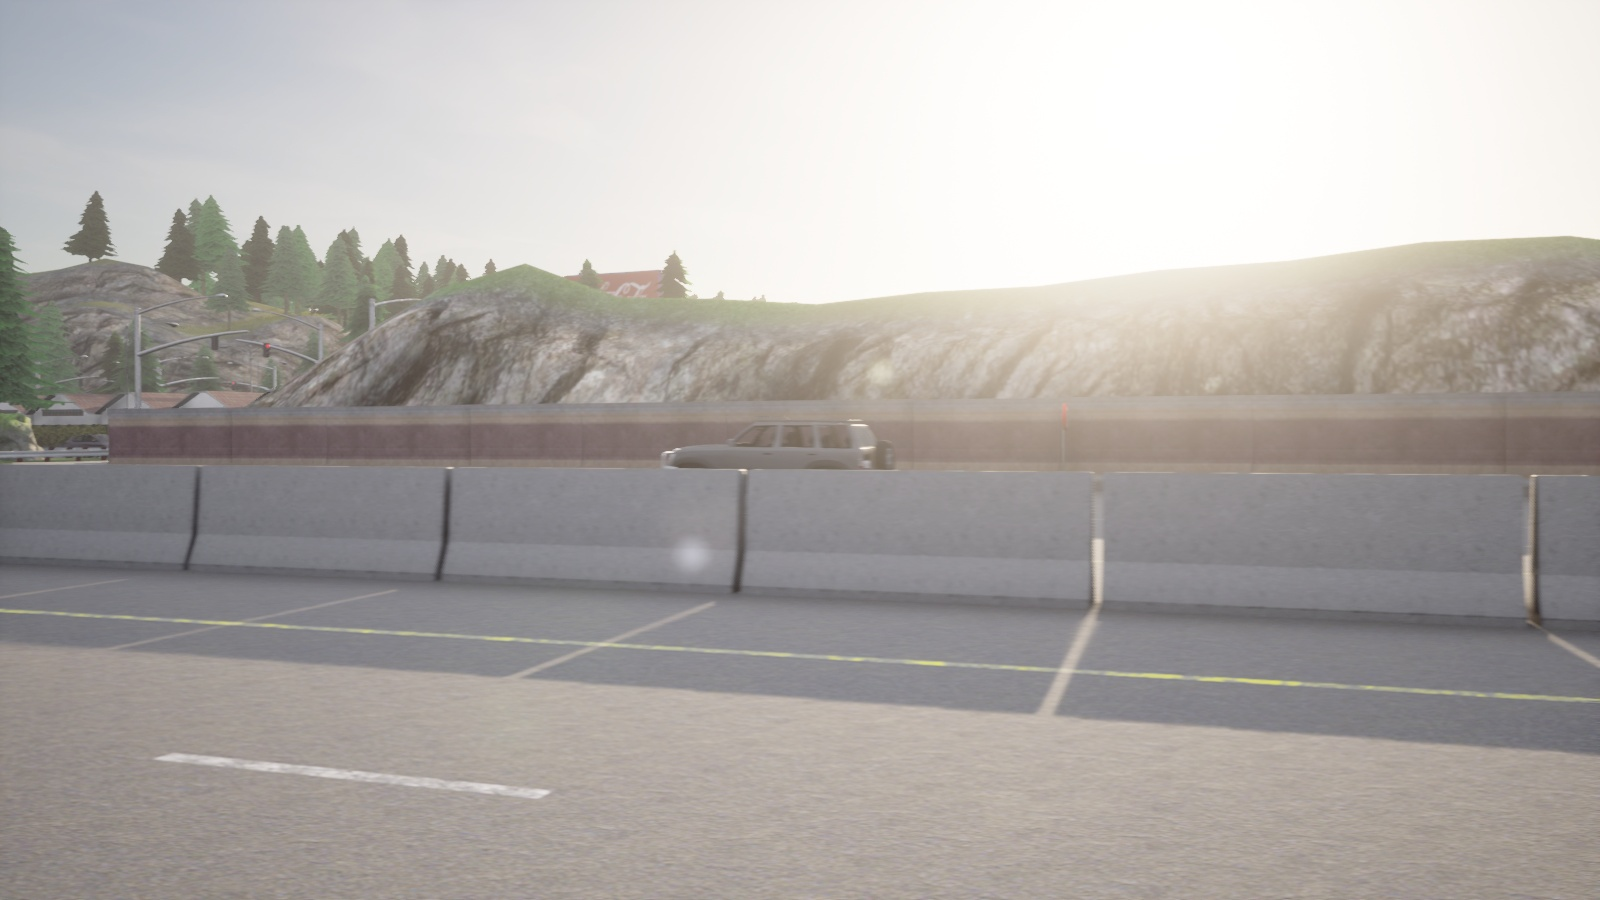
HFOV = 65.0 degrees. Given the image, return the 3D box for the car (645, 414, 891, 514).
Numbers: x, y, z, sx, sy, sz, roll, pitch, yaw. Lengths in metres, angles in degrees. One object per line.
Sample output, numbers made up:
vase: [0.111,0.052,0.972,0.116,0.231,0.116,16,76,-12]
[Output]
car: [-0.633,0.233,25.559,4.605,1.855,1.932,1,1,19]

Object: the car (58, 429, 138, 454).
car: [-41.889,-0.523,74.973,4.193,1.474,1.816,1,1,19]
